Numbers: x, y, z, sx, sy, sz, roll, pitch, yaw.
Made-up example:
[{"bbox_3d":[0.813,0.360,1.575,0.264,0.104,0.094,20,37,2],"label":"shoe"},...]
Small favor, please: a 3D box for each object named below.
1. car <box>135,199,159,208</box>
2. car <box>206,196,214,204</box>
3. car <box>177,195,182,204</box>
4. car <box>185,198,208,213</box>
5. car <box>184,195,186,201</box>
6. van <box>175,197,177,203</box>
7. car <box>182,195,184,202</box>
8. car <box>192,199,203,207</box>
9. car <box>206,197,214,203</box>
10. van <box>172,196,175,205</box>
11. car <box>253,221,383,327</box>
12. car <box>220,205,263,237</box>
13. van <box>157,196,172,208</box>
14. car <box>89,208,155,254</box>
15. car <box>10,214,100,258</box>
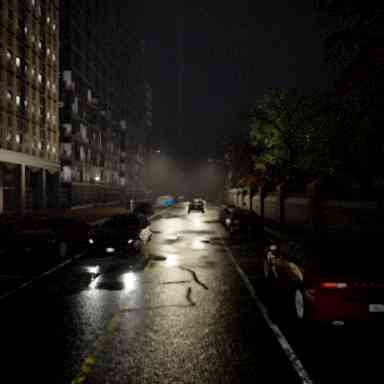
[{"bbox_3d":[-5.001,1.721,35.470,1.947,1.339,4.313,0,0,1],"label":"car"},{"bbox_3d":[4.109,1.883,74.833,1.887,1.381,4.507,0,0,2],"label":"car"},{"bbox_3d":[-3.921,1.902,74.859,1.947,1.339,4.313,0,0,2],"label":"car"},{"bbox_3d":[0.500,1.722,39.661,2.033,1.411,5.357,0,0,1],"label":"car"},{"bbox_3d":[-3.228,1.968,91.737,2.008,1.369,4.403,0,0,3],"label":"car"},{"bbox_3d":[-4.309,1.625,63.612,1.690,1.788,3.998,0,0,2],"label":"van"},{"bbox_3d":[-3.707,1.914,80.491,2.008,1.369,4.403,0,0,2],"label":"car"},{"bbox_3d":[0.981,1.865,59.189,1.895,1.301,4.718,0,0,2],"label":"car"},{"bbox_3d":[4.325,1.931,80.475,1.947,1.339,4.313,0,0,2],"label":"car"},{"bbox_3d":[-4.476,1.598,57.985,1.690,1.788,3.998,0,0,1],"label":"van"},{"bbox_3d":[2.722,1.576,7.115,1.887,1.381,4.507,0,0,0],"label":"car"},{"bbox_3d":[2.796,1.625,18.397,1.887,1.381,4.507,0,0,1],"label":"car"},{"bbox_3d":[-4.631,1.573,52.352,1.690,1.788,3.998,0,0,1],"label":"van"},{"bbox_3d":[-2.786,1.607,14.024,2.033,1.411,5.357,0,0,1],"label":"car"},{"bbox_3d":[-5.273,1.600,12.968,1.887,1.381,4.507,0,0,0],"label":"car"}]
